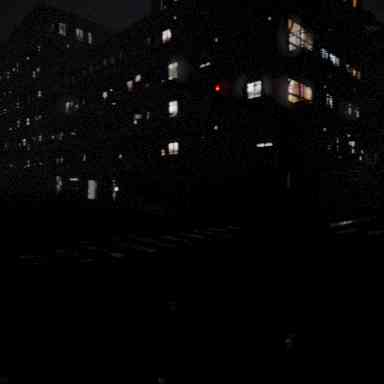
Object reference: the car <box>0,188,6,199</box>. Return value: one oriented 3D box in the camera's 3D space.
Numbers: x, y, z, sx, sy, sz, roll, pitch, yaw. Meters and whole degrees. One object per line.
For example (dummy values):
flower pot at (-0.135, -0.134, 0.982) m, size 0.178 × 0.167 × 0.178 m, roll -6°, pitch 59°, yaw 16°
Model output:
car at (-26.566, 0.160, 45.208) m, size 1.967 × 1.590 × 4.097 m, roll -2°, pitch 3°, yaw -44°

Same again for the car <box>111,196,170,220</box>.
car at (-3.459, 0.932, 21.612) m, size 1.752 × 1.417 × 4.829 m, roll -2°, pitch 3°, yaw -44°

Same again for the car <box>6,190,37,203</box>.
car at (-18.824, 0.500, 37.305) m, size 2.008 × 1.369 × 4.403 m, roll -2°, pitch 3°, yaw -44°

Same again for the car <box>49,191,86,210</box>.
car at (-11.082, 0.619, 29.395) m, size 1.967 × 1.590 × 4.097 m, roll -2°, pitch 3°, yaw -44°
